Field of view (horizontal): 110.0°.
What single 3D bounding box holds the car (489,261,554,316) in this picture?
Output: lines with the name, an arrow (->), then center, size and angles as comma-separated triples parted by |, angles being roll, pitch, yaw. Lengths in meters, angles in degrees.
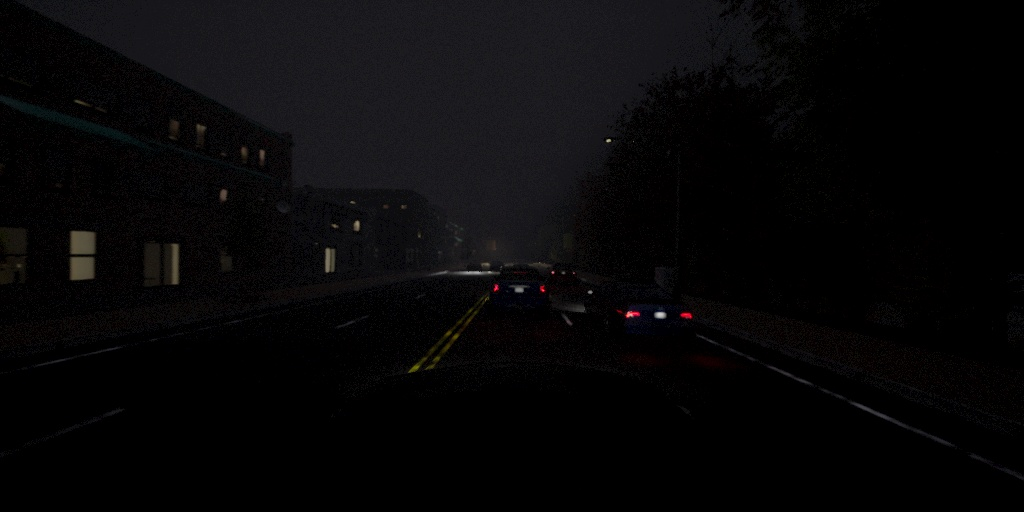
car -> 0.309, 1.170, 14.085 | 2.097, 1.767, 4.553 | 1, 0, 2

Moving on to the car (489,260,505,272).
car -> -2.150, 1.443, 51.247 | 1.882, 1.535, 5.008 | 1, 0, 2

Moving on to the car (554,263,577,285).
car -> 3.937, 1.313, 29.000 | 2.097, 1.767, 4.553 | 1, 0, 2

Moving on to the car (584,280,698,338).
car -> 3.447, 1.406, 10.637 | 2.033, 1.411, 5.357 | 1, 0, 2

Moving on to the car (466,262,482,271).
car -> -5.401, 1.507, 51.291 | 1.895, 1.301, 4.718 | 1, 0, 2
